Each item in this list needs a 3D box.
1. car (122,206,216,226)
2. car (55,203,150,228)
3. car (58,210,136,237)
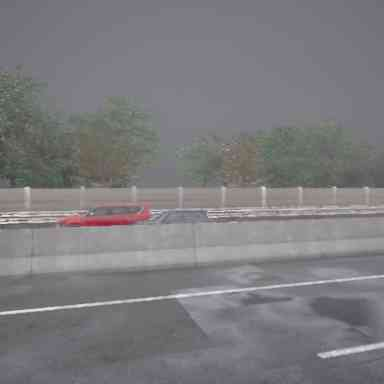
[{"bbox_3d":[-1.020,1.730,16.804,4.553,1.767,2.097,0,-1,-17],"label":"car"},{"bbox_3d":[-4.938,1.693,19.278,5.566,2.045,2.150,-1,-1,-17],"label":"car"},{"bbox_3d":[-6.363,2.061,22.495,4.892,1.490,1.837,-1,-1,-17],"label":"car"}]
